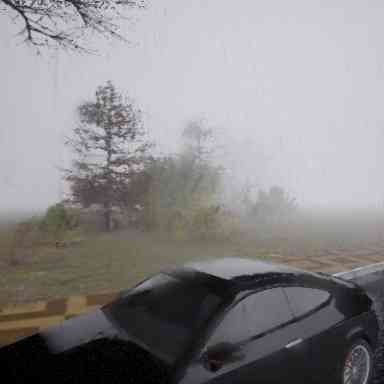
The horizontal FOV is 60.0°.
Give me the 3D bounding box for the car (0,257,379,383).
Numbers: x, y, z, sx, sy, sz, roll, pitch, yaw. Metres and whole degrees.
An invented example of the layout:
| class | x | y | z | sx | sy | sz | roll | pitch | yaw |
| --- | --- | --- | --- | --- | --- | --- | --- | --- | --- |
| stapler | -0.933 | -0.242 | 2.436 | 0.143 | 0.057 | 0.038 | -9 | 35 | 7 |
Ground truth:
| class | x | y | z | sx | sy | sz | roll | pitch | yaw |
| --- | --- | --- | --- | --- | --- | --- | --- | --- | --- |
| car | 0.186 | 1.524 | 3.511 | 4.674 | 1.442 | 1.812 | 0 | 0 | -35 |
